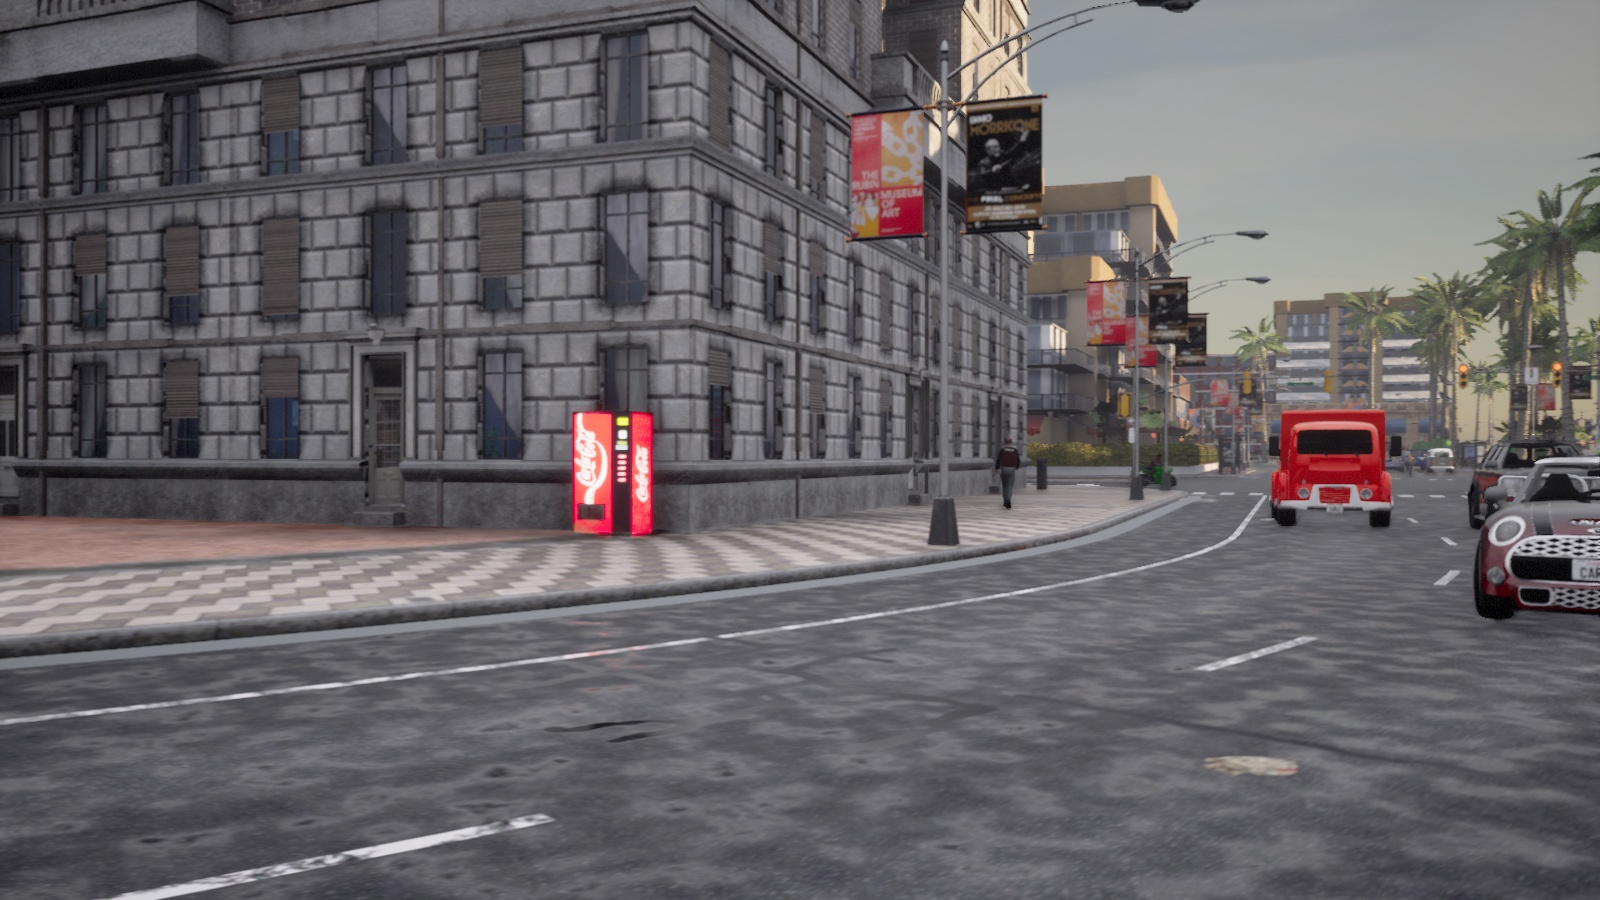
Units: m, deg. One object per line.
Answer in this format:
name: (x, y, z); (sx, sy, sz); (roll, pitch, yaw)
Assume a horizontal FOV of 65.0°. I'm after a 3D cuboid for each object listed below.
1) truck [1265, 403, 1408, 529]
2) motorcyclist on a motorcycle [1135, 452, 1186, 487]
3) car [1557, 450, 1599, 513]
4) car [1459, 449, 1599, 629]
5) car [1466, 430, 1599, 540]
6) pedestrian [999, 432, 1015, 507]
truck: (11.648, 0.314, 27.500); (2.627, 2.467, 5.204); (0, 0, 22)
motorcyclist on a motorcycle: (16.005, 0.860, 55.828); (0.797, 1.523, 2.044); (-2, 1, -42)
car: (20.922, 0.747, 31.881); (2.128, 1.511, 4.902); (0, 0, 22)
car: (7.586, 0.728, 11.845); (1.970, 1.475, 3.806); (0, 0, 35)
car: (13.804, 0.599, 23.447); (1.932, 1.855, 4.605); (0, 0, 22)
pedestrian: (5.160, 0.486, 31.259); (0.376, 1.854, 0.720); (0, 0, 11)
